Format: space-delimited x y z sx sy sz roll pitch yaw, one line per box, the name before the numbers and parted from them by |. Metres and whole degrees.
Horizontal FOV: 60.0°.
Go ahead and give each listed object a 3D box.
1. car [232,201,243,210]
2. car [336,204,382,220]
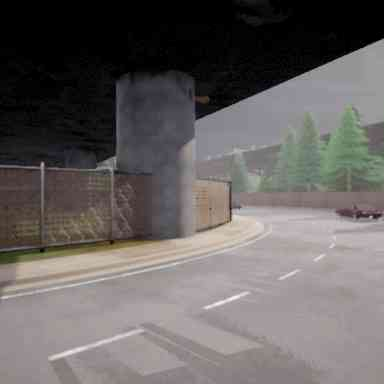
car | 5.176 1.896 48.339 2.033 1.411 5.357 0 -1 -25
car | 14.692 1.753 29.605 1.895 1.301 4.718 0 0 -1
